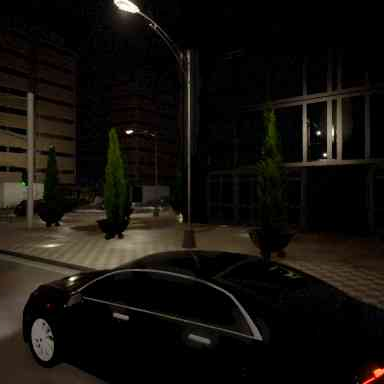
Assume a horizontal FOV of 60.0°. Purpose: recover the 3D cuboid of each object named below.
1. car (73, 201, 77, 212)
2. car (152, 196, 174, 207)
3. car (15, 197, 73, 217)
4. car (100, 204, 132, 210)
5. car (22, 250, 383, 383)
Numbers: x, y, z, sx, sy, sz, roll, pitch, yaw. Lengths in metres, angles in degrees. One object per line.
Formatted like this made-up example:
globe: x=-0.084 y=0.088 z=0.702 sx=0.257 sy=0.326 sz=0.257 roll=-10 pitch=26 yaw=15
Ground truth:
car: x=-15.016 y=1.407 z=36.522 sx=2.097 sy=1.767 sz=4.553 roll=0 pitch=0 yaw=35
car: x=-4.129 y=1.407 z=51.950 sx=2.097 sy=1.767 sz=4.553 roll=0 pitch=0 yaw=35
car: x=-14.071 y=1.407 z=31.441 sx=2.097 sy=1.767 sz=4.553 roll=0 pitch=0 yaw=35
car: x=-9.894 y=1.581 z=43.774 sx=1.812 sy=1.442 sz=4.674 roll=0 pitch=0 yaw=35
car: x=-0.196 y=1.505 z=4.129 sx=4.892 sy=1.490 sz=1.837 roll=0 pitch=0 yaw=36
